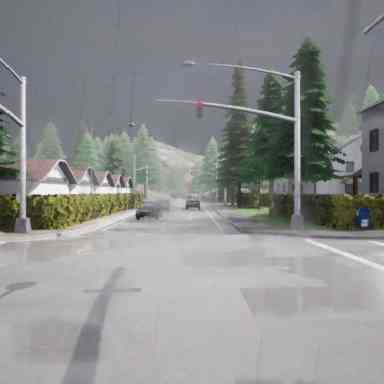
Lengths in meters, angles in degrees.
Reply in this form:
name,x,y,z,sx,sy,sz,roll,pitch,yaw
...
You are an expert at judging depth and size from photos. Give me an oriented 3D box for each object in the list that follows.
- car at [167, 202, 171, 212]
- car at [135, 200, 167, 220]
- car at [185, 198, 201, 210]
name,x,y,z,sx,sy,sz,roll,pitch,yaw
car,-3.562,1.577,38.531,1.994,1.385,4.181,0,0,1
car,-3.587,1.557,28.614,2.033,1.411,5.357,0,0,0
car,0.118,1.520,43.264,1.837,1.490,4.892,0,0,0
